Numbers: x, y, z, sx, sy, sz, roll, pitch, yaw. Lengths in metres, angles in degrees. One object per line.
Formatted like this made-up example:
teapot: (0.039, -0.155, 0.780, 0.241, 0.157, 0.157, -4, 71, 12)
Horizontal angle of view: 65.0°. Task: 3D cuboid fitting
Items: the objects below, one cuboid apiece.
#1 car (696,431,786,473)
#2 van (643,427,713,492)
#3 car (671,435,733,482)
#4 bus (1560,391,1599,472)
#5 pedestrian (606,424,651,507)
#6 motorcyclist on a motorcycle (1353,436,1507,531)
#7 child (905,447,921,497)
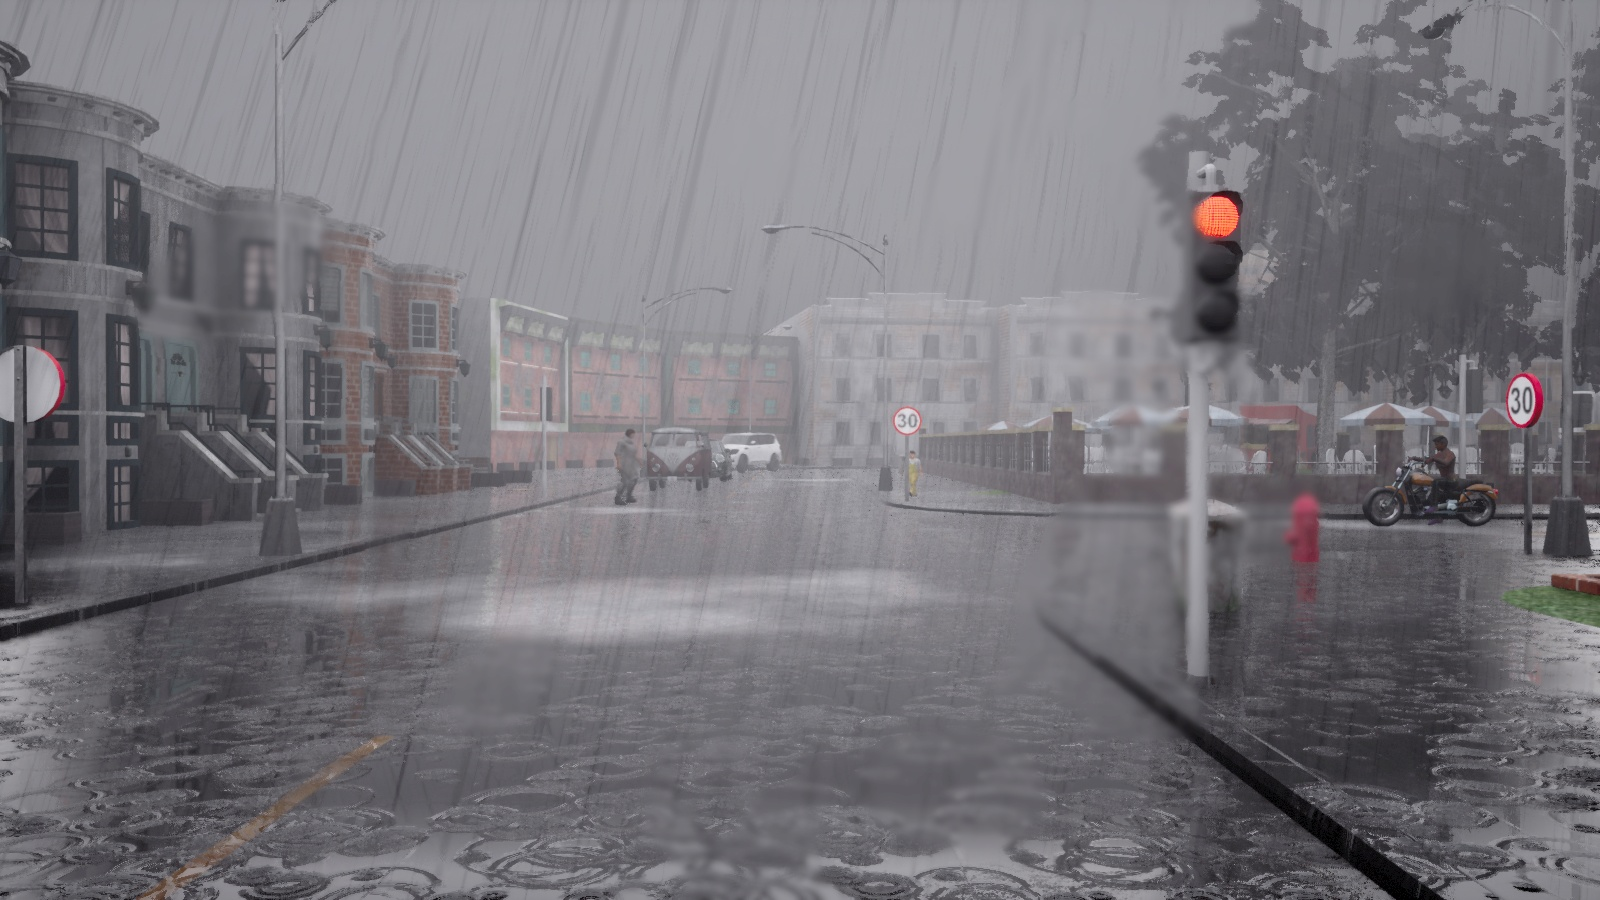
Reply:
car: (-2.987, 0.099, 64.689, 2.150, 2.045, 5.566, 0, 0, 27)
van: (-3.858, 0.268, 40.407, 1.775, 1.987, 4.442, 0, 0, 0)
car: (-3.842, 0.321, 49.766, 2.097, 1.767, 4.553, 0, 0, 0)
bus: (47.183, -0.973, 67.483, 10.273, 4.253, 3.944, 0, 0, 0)
pedestrian: (-4.123, 0.364, 30.177, 0.873, 1.952, 0.659, 0, 0, 17)
motorcyclist on a motorcycle: (11.180, 0.580, 22.316, 2.350, 1.649, 0.766, 0, 0, 0)
child: (2.917, 0.556, 32.335, 0.270, 1.263, 0.437, 0, 0, 26)
